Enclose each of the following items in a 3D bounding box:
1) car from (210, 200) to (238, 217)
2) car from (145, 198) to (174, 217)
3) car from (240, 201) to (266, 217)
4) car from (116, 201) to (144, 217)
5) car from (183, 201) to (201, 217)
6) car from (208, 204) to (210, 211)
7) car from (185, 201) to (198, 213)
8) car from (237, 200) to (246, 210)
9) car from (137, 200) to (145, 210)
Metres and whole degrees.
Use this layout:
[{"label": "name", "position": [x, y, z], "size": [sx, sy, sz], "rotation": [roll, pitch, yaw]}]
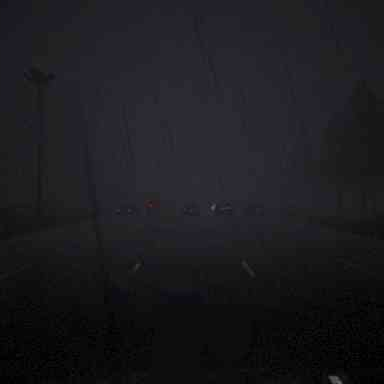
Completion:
[{"label": "car", "position": [3.464, 1.947, 37.322], "size": [2.128, 1.511, 4.902], "rotation": [0, -1, 0]}, {"label": "car", "position": [-3.538, 1.673, 36.947], "size": [2.150, 2.045, 5.566], "rotation": [0, -1, 0]}, {"label": "car", "position": [6.963, 2.021, 37.496], "size": [1.994, 1.385, 4.181], "rotation": [0, -1, 0]}, {"label": "car", "position": [-7.038, 1.998, 36.878], "size": [2.033, 1.411, 5.357], "rotation": [0, -1, 0]}, {"label": "car", "position": [-0.034, 2.024, 37.698], "size": [1.994, 1.385, 4.181], "rotation": [0, -1, 0]}, {"label": "car", "position": [3.453, 2.105, 47.537], "size": [1.812, 1.442, 4.674], "rotation": [0, -1, 0]}, {"label": "car", "position": [-0.046, 2.087, 47.705], "size": [1.837, 1.490, 4.892], "rotation": [0, -1, 0]}, {"label": "car", "position": [6.952, 1.931, 47.476], "size": [2.097, 1.767, 4.553], "rotation": [0, -1, 0]}, {"label": "car", "position": [-7.048, 1.932, 47.473], "size": [2.097, 1.767, 4.553], "rotation": [0, -1, 0]}]
